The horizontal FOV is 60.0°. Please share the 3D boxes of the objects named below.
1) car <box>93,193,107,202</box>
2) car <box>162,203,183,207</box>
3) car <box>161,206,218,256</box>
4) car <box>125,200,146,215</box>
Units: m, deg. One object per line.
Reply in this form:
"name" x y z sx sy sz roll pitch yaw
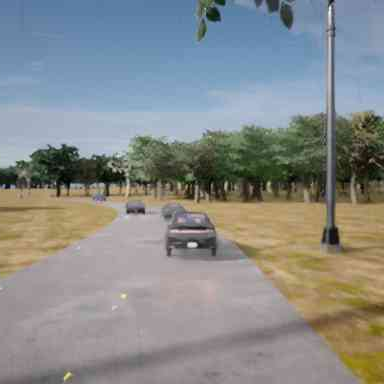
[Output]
"car" -20.565 1.188 73.855 2.150 2.045 5.566 0 0 -28
"car" -1.662 1.633 29.223 1.994 1.385 4.181 0 0 -8
"car" -0.087 1.529 13.329 2.128 1.511 4.902 0 0 -2
"car" -5.914 1.547 34.815 1.882 1.535 5.008 0 0 -12
